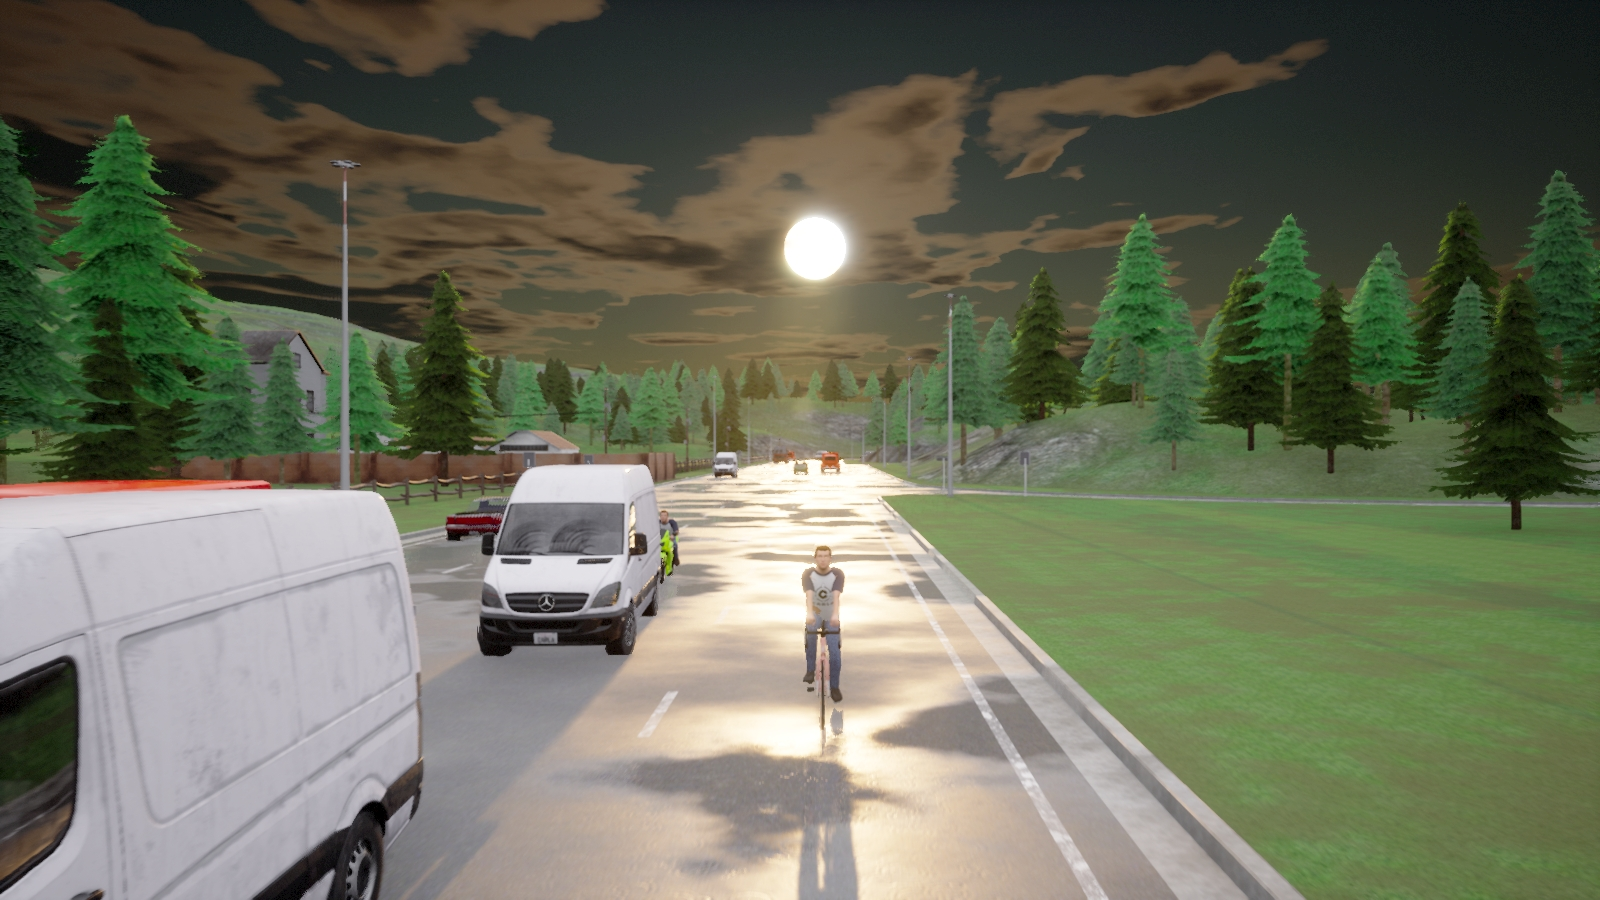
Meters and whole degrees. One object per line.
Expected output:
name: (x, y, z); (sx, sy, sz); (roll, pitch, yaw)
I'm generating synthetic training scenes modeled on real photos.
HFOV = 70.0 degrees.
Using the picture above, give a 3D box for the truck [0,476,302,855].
truck: (-6.816, 1.555, 9.885); (2.627, 2.467, 5.204); (0, 1, 2)

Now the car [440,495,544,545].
car: (-9.607, 2.152, 36.066); (1.895, 1.301, 4.718); (0, 0, 2)

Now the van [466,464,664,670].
van: (-3.355, 1.533, 17.579); (1.988, 2.561, 5.915); (0, 0, -2)

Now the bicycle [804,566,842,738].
bicycle: (0.243, 2.056, 11.981); (0.373, 1.496, 1.643); (0, 0, 2)

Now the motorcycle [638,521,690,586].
motorcycle: (-2.894, 2.185, 24.451); (0.803, 1.199, 2.033); (0, 0, 2)

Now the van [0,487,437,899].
van: (-3.511, 1.533, 4.864); (1.988, 2.561, 5.915); (0, 0, 1)
